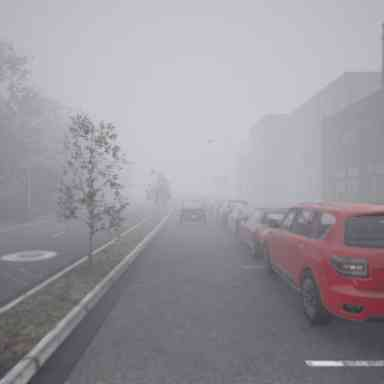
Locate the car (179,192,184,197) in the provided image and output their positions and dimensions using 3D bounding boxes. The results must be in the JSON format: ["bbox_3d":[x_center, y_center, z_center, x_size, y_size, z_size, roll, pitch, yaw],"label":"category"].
[{"bbox_3d":[-1.164,1.381,79.585,1.946,1.575,5.366,0,0,-8],"label":"car"}]

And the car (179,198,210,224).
[{"bbox_3d":[0.045,1.476,24.571,1.882,1.535,5.008,0,0,-1],"label":"car"}]

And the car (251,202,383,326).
[{"bbox_3d":[3.053,1.232,7.227,2.435,2.045,5.566,0,0,0],"label":"car"}]

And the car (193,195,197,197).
[{"bbox_3d":[1.850,1.329,51.722,2.185,1.767,4.553,0,0,-4],"label":"car"}]

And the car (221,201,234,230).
[{"bbox_3d":[3.057,1.484,18.284,2.231,1.521,4.892,0,0,0],"label":"car"}]

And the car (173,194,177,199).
[{"bbox_3d":[-2.935,1.079,90.415,2.435,2.045,5.566,0,0,-10],"label":"car"}]

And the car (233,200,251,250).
[{"bbox_3d":[3.054,1.358,12.713,2.185,1.767,4.553,0,0,0],"label":"car"}]

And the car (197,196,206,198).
[{"bbox_3d":[2.234,1.493,46.235,2.163,1.488,4.792,0,0,-3],"label":"car"}]

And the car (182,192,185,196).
[{"bbox_3d":[-0.392,1.404,73.883,2.097,1.535,5.008,0,0,-7],"label":"car"}]

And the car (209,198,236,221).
[{"bbox_3d":[2.944,1.509,29.433,2.163,1.488,4.792,0,0,-1],"label":"car"}]

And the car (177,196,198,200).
[{"bbox_3d":[-0.578,1.582,42.843,1.895,1.301,4.718,0,0,-3],"label":"car"}]

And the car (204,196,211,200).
[{"bbox_3d":[2.771,1.505,35.116,2.163,1.488,4.792,0,0,-2],"label":"car"}]

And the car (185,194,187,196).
[{"bbox_3d":[0.263,1.418,68.354,2.097,1.535,5.008,0,0,-6],"label":"car"}]

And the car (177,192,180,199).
[{"bbox_3d":[-2.010,1.356,85.085,1.946,1.575,5.366,0,0,-9],"label":"car"}]
